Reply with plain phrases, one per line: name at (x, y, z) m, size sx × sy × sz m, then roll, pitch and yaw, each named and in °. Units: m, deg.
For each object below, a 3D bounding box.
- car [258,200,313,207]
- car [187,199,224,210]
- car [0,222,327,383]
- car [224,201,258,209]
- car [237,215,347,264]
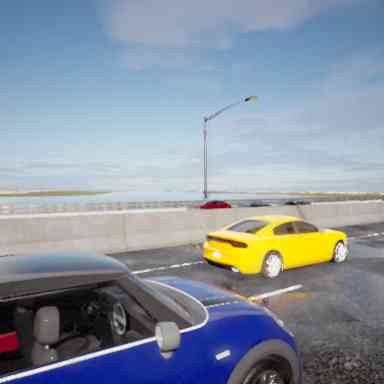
car at (7.899, 1.396, 26.706) m, size 4.892 × 1.490 × 1.837 m, roll 0°, pitch 0°, yaw -35°
car at (1.739, 1.428, 30.935) m, size 4.674 × 1.442 × 1.812 m, roll 0°, pitch 0°, yaw -35°
car at (-1.093, 1.348, 2.960) m, size 4.553 × 1.767 × 2.097 m, roll 0°, pitch 0°, yaw -36°
car at (5.228, 1.459, 29.106) m, size 4.181 × 1.385 × 1.994 m, roll 0°, pitch 0°, yaw -35°
car at (2.650, 1.438, 9.915) m, size 5.008 × 1.535 × 1.882 m, roll 0°, pitch 0°, yaw -35°
